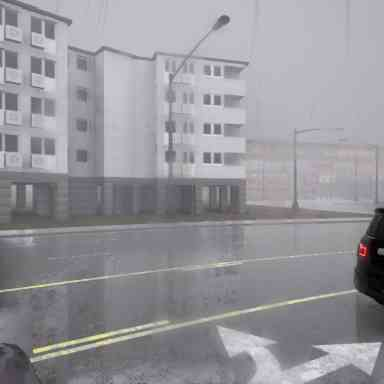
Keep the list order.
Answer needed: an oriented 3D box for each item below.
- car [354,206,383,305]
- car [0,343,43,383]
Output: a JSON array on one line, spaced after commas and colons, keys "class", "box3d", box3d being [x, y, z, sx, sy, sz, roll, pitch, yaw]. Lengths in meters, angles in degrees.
[{"class": "car", "box3d": [5.671, 1.221, 6.277, 5.566, 2.045, 2.150, 0, 0, -23]}, {"class": "car", "box3d": [-3.341, 1.547, 1.221, 5.357, 1.411, 2.033, 0, 0, -37]}]
